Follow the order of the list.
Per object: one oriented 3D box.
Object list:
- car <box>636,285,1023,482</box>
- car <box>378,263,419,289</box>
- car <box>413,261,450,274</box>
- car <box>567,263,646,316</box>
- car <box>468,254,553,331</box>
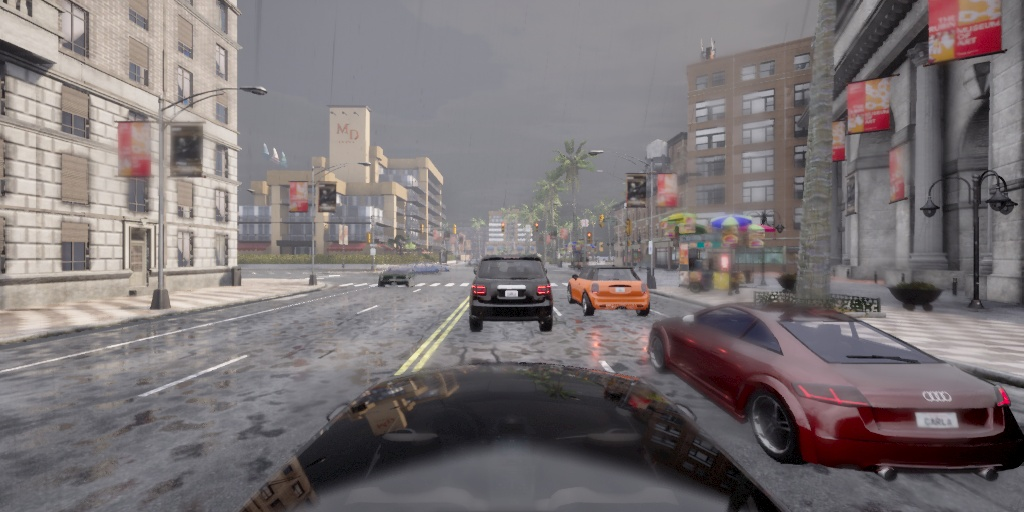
[{"bbox_3d":[3.478,1.314,4.938,1.994,1.385,4.181,0,0,0],"label":"car"},{"bbox_3d":[-7.461,1.351,23.677,1.895,1.301,4.718,0,0,-11],"label":"car"},{"bbox_3d":[-9.661,1.297,39.411,5.357,1.411,2.033,0,0,-25],"label":"car"},{"bbox_3d":[3.432,1.102,13.570,2.097,1.767,4.553,0,0,-1],"label":"car"},{"bbox_3d":[-0.043,0.971,11.085,2.150,2.045,5.566,0,0,-1],"label":"car"}]
